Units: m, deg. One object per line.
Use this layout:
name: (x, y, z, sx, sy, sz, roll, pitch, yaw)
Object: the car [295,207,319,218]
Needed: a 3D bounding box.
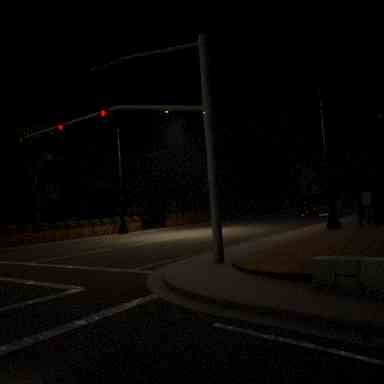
car: (15.425, 2.678, 44.258, 1.895, 1.301, 4.718, -6, -4, 37)
